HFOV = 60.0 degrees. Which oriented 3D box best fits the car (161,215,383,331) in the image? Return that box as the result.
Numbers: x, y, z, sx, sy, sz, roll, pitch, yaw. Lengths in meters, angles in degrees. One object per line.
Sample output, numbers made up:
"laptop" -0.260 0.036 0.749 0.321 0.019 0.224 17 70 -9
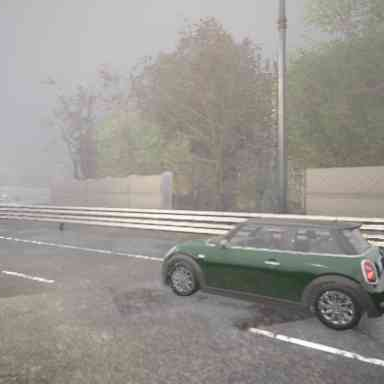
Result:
"car" 1.524 1.314 7.015 4.553 1.767 2.097 0 0 34
